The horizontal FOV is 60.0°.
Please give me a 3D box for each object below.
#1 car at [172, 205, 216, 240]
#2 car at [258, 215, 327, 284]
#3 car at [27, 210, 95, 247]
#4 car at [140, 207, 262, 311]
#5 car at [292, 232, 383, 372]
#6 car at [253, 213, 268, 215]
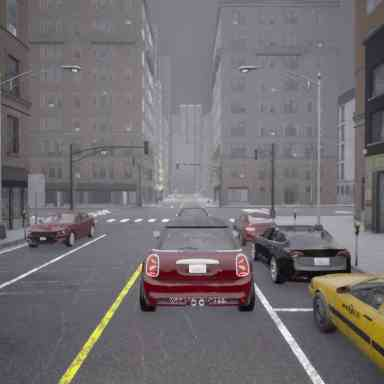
[{"bbox_3d":[0.068,1.542,18.131,2.033,1.411,5.357,0,0,0],"label":"car"},{"bbox_3d":[2.851,1.563,9.388,1.947,1.339,4.313,-1,0,0],"label":"car"},{"bbox_3d":[-5.704,1.540,14.957,1.887,1.381,4.507,-1,0,0],"label":"car"},{"bbox_3d":[0.088,1.350,7.893,2.097,1.767,4.553,0,0,0],"label":"car"},{"bbox_3d":[2.859,1.524,3.972,1.752,1.417,4.829,-1,0,0],"label":"car"},{"bbox_3d":[2.842,1.577,14.974,1.802,1.307,4.206,-1,0,0],"label":"car"}]
